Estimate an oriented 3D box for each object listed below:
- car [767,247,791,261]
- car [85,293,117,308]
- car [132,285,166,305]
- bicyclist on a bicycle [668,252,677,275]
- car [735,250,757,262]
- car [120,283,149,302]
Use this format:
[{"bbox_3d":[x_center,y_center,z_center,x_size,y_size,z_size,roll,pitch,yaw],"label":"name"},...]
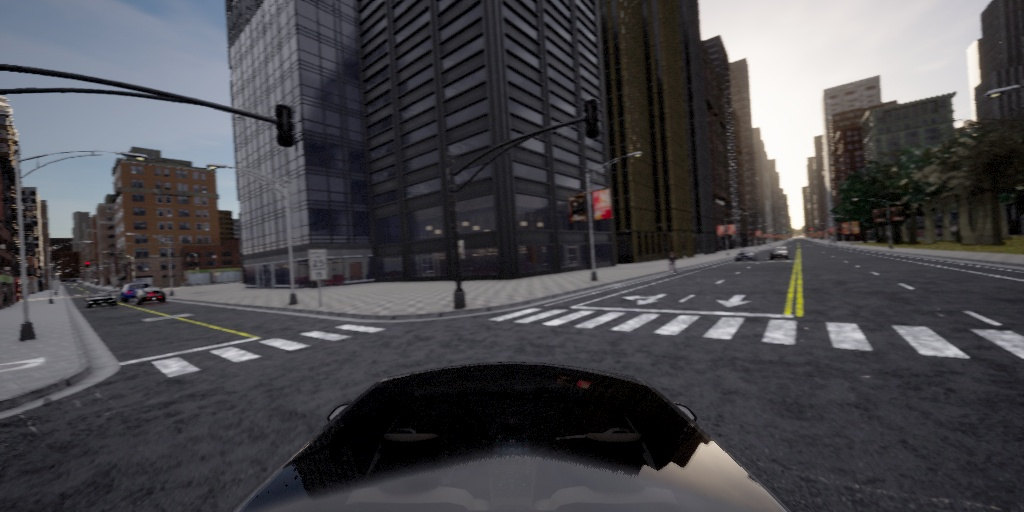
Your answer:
[{"bbox_3d":[31.121,-0.283,41.725,1.837,1.490,4.892,-4,-1,39],"label":"car"},{"bbox_3d":[-40.371,4.319,35.215,4.718,1.301,1.895,-4,0,38],"label":"car"},{"bbox_3d":[-35.517,3.895,35.228,4.892,1.490,1.837,-4,0,40],"label":"car"},{"bbox_3d":[11.733,0.575,26.313,0.659,1.776,1.843,-4,-1,39],"label":"bicyclist on a bicycle"},{"bbox_3d":[28.595,-0.051,43.757,1.994,1.385,4.181,-4,-1,39],"label":"car"},{"bbox_3d":[-43.460,4.160,41.488,5.566,2.045,2.150,-4,0,38],"label":"car"}]
